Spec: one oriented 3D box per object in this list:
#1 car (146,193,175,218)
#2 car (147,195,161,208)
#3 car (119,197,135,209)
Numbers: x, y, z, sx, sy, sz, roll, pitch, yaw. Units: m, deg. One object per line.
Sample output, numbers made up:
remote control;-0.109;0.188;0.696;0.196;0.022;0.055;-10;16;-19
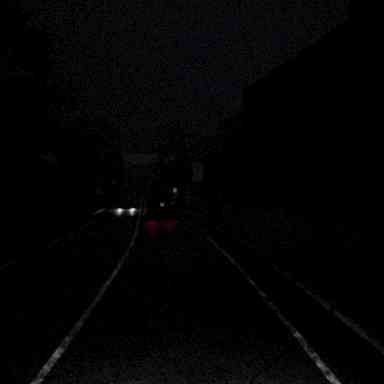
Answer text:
car;-2.771;1.116;29.268;2.150;2.045;5.566;-1;0;-9
car;-5.394;1.309;47.129;1.801;1.575;5.366;-1;0;-8
car;-8.661;1.390;44.457;1.882;1.535;5.008;-1;0;-8
